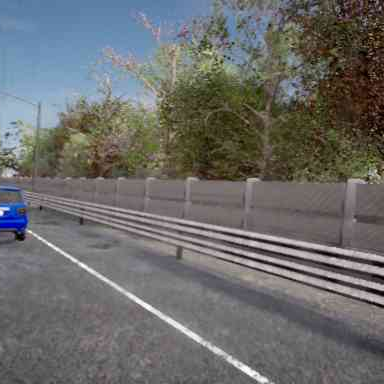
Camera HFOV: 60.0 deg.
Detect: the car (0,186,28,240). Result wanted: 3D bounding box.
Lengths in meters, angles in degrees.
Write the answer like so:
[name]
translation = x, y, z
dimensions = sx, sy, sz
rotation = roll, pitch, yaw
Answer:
[car]
translation = -8.262, 0.718, 13.558
dimensions = 2.150, 2.045, 5.566
rotation = 4, -1, -37
